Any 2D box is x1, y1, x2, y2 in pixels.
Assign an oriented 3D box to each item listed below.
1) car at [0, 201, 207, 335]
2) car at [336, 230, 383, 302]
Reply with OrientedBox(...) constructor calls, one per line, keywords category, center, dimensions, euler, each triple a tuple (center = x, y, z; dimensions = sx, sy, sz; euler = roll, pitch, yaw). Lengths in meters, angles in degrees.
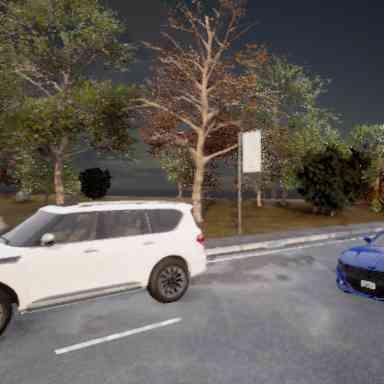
OrientedBox(category="car", center=(-2.265, 1.222, 6.660), dimensions=(5.566, 2.045, 2.150), euler=(0, 0, -36))
OrientedBox(category="car", center=(5.330, 1.473, 7.675), dimensions=(5.008, 1.535, 1.882), euler=(0, 0, -35))
